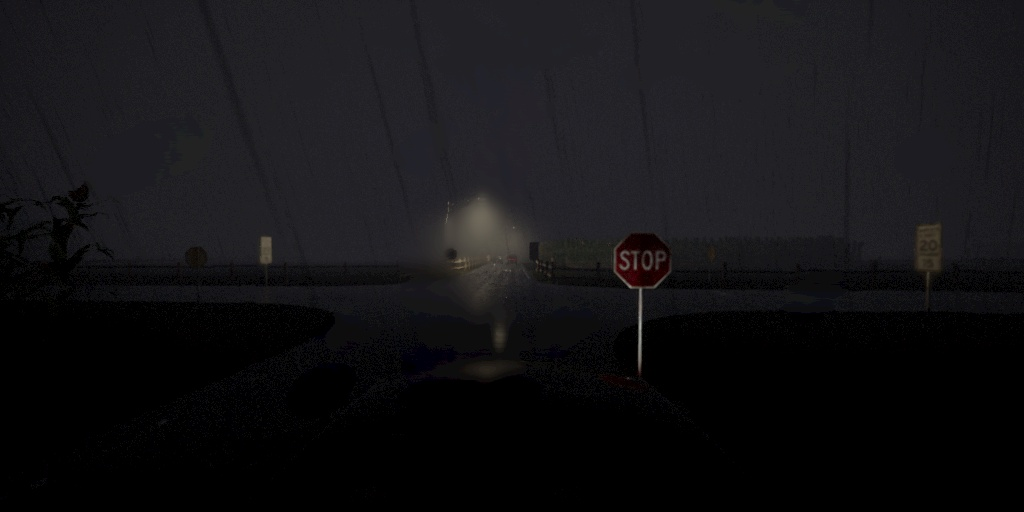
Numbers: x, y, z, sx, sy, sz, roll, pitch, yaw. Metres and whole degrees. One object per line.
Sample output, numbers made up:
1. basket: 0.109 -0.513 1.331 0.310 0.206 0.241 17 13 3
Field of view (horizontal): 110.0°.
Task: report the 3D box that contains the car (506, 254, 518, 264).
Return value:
1. car: 0.007 0.715 63.746 1.837 1.490 4.892 0 1 0
